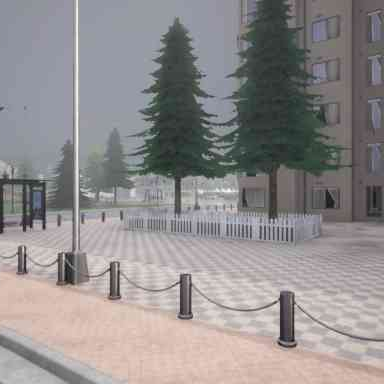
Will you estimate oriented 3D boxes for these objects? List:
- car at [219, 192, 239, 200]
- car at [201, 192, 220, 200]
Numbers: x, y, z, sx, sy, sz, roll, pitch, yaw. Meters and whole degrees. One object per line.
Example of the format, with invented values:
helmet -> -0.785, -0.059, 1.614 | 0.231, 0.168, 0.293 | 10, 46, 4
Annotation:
car -> 9.602, 1.374, 84.687 | 3.633, 1.501, 1.845 | 0, 0, 35
car -> 5.241, 1.384, 91.390 | 3.806, 1.475, 1.970 | 0, 0, 35
